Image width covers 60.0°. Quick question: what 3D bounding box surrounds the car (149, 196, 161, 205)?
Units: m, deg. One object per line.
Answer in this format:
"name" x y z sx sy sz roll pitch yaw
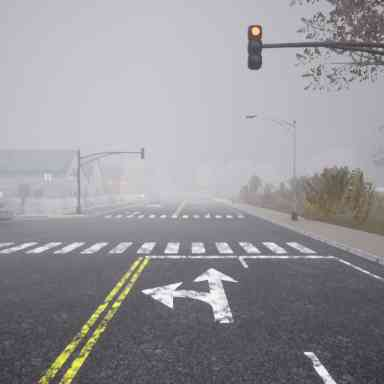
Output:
"car" -6.463 1.485 58.292 2.128 1.511 4.902 0 1 0

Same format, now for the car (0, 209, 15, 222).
"car" -14.449 1.449 21.281 5.357 1.411 2.033 0 0 -12
